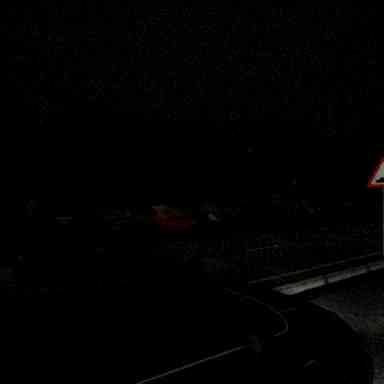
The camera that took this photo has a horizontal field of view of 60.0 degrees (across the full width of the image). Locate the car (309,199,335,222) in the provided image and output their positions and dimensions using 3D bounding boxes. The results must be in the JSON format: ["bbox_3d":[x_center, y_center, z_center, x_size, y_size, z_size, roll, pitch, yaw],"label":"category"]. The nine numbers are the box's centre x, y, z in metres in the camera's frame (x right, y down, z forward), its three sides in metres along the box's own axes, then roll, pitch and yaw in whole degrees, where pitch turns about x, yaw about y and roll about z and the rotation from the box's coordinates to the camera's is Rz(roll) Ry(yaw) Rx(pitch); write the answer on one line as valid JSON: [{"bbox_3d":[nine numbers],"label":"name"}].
[{"bbox_3d":[7.397,1.240,23.962,2.185,1.767,4.553,-1,0,-36],"label":"car"}]

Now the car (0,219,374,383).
[{"bbox_3d":[-0.444,1.345,2.816,4.553,1.767,2.097,0,0,-36],"label":"car"}]

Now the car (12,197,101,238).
[{"bbox_3d":[-6.183,1.213,14.274,2.435,2.045,5.566,0,0,-36],"label":"car"}]

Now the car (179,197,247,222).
[{"bbox_3d":[0.604,1.297,19.117,2.185,1.767,4.553,0,0,-35],"label":"car"}]

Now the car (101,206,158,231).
[{"bbox_3d":[-3.907,1.451,15.870,2.231,1.521,4.892,0,0,-35],"label":"car"}]

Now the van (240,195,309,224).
[{"bbox_3d":[5.115,1.165,22.153,1.878,1.987,4.442,0,0,-35],"label":"van"}]

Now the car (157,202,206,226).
[{"bbox_3d":[-1.739,1.437,17.402,2.097,1.535,5.008,0,0,-36],"label":"car"}]

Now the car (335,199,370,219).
[{"bbox_3d":[11.858,1.337,27.070,2.163,1.488,4.792,-1,0,-35],"label":"car"}]
